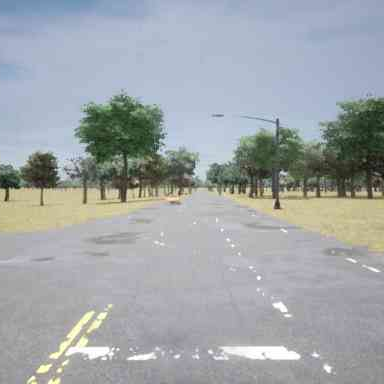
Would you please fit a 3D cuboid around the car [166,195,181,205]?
[{"bbox_3d":[-2.688,1.112,48.502,1.882,1.535,5.008,0,1,2],"label":"car"}]
